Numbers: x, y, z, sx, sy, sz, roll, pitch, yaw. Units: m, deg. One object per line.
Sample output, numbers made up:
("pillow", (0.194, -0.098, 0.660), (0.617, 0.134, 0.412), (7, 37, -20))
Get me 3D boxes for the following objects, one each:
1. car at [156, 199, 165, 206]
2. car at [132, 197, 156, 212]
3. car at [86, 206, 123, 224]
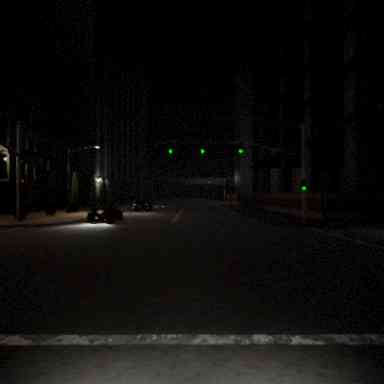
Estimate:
("car", (-6.679, 2.174, 68.715), (1.812, 1.442, 4.674), (0, -1, 0))
("car", (-6.778, 1.699, 46.210), (2.150, 2.045, 5.566), (0, -1, 0))
("car", (-7.227, 1.851, 27.844), (1.994, 1.385, 4.181), (0, -1, 6))
